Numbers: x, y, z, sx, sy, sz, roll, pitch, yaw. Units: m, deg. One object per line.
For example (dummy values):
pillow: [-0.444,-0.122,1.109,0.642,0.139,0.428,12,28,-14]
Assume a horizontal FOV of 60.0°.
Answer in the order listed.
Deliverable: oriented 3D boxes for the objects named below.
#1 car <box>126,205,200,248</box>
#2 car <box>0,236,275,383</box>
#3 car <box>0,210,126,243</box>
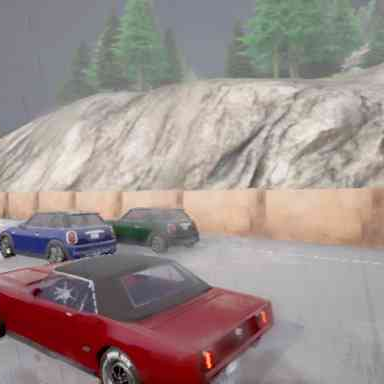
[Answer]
car: [-1.972,1.404,13.970,4.553,1.767,2.097,0,0,35]
car: [-1.351,1.622,4.953,4.718,1.301,1.895,0,0,35]
car: [-4.780,1.412,11.671,4.553,1.767,2.097,0,0,35]
